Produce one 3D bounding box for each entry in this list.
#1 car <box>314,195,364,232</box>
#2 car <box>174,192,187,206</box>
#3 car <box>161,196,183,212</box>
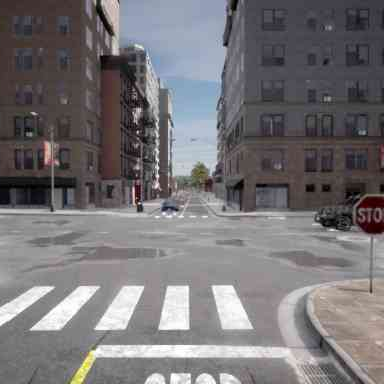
[{"bbox_3d":[10.256,1.236,19.737,5.566,2.045,2.150,0,1,0],"label":"car"},{"bbox_3d":[-2.331,1.280,54.564,2.097,1.767,4.553,0,0,0],"label":"car"},{"bbox_3d":[-2.424,1.513,38.177,2.033,1.411,5.357,0,0,0],"label":"car"}]
